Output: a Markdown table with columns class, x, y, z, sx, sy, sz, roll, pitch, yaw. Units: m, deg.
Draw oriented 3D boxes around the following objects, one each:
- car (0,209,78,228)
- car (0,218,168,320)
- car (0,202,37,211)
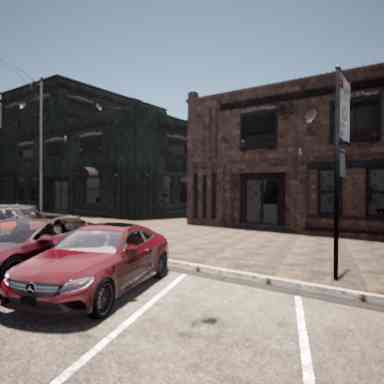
| class | x | y | z | sx | sy | sz | roll | pitch | yaw |
| --- | --- | --- | --- | --- | --- | --- | --- | --- | --- |
| car | -4.394 | 1.402 | 9.153 | 2.163 | 1.488 | 4.792 | 1 | 0 | 15 |
| car | -1.936 | 1.452 | 7.448 | 2.002 | 1.452 | 4.674 | 1 | 0 | 15 |
| car | -6.820 | 1.210 | 10.949 | 2.185 | 1.767 | 4.553 | 1 | 0 | 15 |
